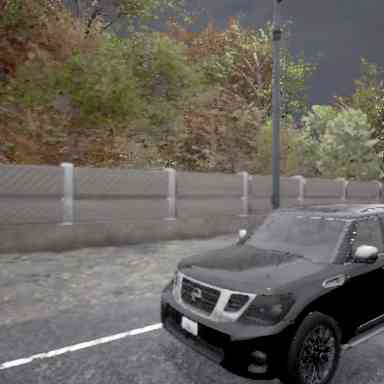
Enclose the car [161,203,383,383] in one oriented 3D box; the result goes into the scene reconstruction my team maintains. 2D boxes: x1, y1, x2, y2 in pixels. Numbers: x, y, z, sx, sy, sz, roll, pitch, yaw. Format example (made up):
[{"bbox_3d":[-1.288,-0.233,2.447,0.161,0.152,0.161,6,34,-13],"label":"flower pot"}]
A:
[{"bbox_3d":[2.228,1.247,5.564,5.566,2.045,2.150,0,0,-35],"label":"car"}]
